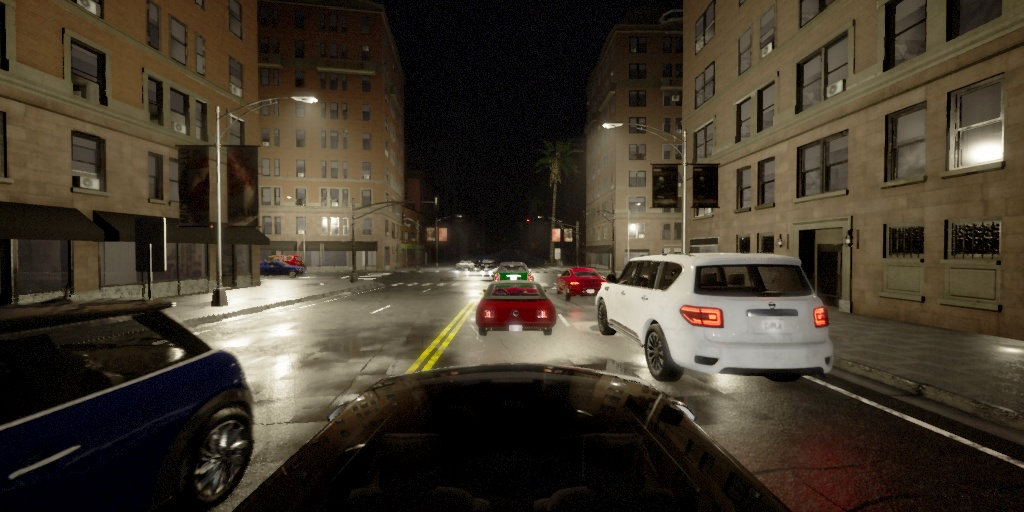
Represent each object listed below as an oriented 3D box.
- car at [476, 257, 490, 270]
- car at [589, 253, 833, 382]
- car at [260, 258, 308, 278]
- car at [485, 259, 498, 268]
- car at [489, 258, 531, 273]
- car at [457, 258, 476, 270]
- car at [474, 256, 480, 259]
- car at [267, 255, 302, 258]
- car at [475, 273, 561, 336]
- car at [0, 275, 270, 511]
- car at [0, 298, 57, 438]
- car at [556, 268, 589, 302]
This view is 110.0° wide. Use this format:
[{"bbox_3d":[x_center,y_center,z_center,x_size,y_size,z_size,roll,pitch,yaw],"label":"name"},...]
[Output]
[{"bbox_3d":[-3.443,1.230,51.321,2.128,1.511,4.902,0,0,0],"label":"car"},{"bbox_3d":[3.329,0.970,7.282,2.150,2.045,5.566,0,0,0],"label":"car"},{"bbox_3d":[-20.511,1.145,31.348,4.674,1.442,1.812,0,1,-9],"label":"car"},{"bbox_3d":[-3.448,1.213,60.711,1.882,1.535,5.008,0,0,0],"label":"car"},{"bbox_3d":[0.000,1.097,19.360,2.097,1.767,4.553,0,0,-2],"label":"car"},{"bbox_3d":[-6.693,1.339,51.605,1.895,1.301,4.718,0,0,3],"label":"car"},{"bbox_3d":[-6.695,1.212,60.853,1.882,1.535,5.008,0,0,0],"label":"car"},{"bbox_3d":[-23.963,0.832,36.664,5.009,1.841,2.192,0,0,-9],"label":"car"},{"bbox_3d":[0.083,1.348,10.368,1.895,1.301,4.718,0,0,0],"label":"car"},{"bbox_3d":[-3.346,1.101,1.270,2.097,1.767,4.553,0,0,0],"label":"car"},{"bbox_3d":[-6.598,1.256,2.028,1.837,1.490,4.892,0,0,0],"label":"car"},{"bbox_3d":[3.221,1.271,16.968,1.812,1.442,4.674,0,0,0],"label":"car"}]
